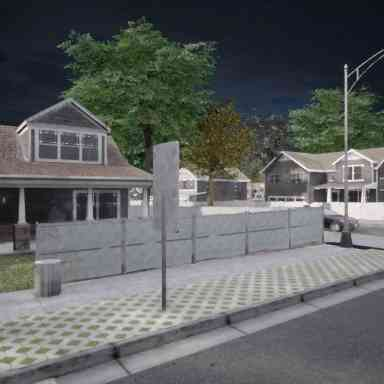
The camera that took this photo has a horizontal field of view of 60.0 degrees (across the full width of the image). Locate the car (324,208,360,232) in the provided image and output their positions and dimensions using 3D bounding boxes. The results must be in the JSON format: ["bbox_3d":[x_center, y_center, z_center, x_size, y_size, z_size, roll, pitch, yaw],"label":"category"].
[{"bbox_3d":[8.279,1.727,21.443,1.812,1.442,4.674,0,-1,-36],"label":"car"}]

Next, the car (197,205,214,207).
[{"bbox_3d":[1.322,1.925,31.101,1.812,1.442,4.674,0,0,-35],"label":"car"}]
